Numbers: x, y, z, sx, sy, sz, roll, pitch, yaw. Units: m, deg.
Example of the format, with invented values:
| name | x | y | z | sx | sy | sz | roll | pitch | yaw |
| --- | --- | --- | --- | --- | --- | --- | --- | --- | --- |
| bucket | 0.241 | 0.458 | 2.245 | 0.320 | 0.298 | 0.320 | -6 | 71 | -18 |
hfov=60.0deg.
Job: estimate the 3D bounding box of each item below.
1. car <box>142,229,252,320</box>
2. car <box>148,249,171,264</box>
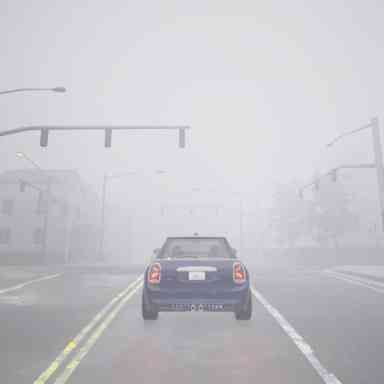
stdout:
| name | x | y | z | sx | sy | sz | roll | pitch | yaw |
| --- | --- | --- | --- | --- | --- | --- | --- | --- | --- |
| car | 0.087 | 1.807 | 8.231 | 2.097 | 1.767 | 4.553 | 0 | -7 | 0 |
| car | -3.659 | 7.328 | 37.861 | 2.128 | 1.511 | 4.902 | 0 | -11 | 0 |
